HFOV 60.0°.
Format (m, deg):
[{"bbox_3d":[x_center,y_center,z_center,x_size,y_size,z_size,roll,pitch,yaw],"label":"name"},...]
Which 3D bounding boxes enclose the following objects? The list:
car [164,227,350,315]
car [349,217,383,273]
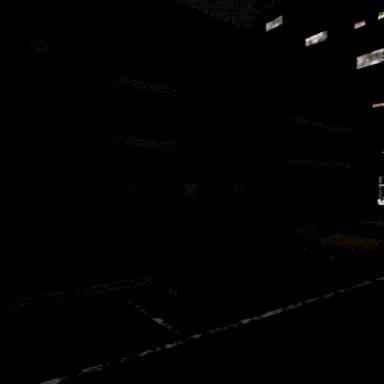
[{"bbox_3d":[1.431,1.558,7.567,4.313,1.339,1.947,0,1,-35],"label":"car"},{"bbox_3d":[5.826,1.509,10.703,4.829,1.417,1.752,0,1,-35],"label":"car"}]
